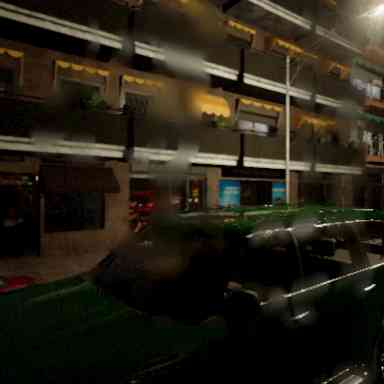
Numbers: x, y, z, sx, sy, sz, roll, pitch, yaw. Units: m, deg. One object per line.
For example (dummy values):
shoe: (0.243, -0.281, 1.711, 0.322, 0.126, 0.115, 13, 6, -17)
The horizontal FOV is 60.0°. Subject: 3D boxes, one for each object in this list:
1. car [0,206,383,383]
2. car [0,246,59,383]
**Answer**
car: (0.368, 1.221, 3.622, 5.566, 2.045, 2.150, 0, 0, -35)
car: (-3.934, 1.582, 3.751, 4.206, 1.307, 1.802, 0, 0, -35)
